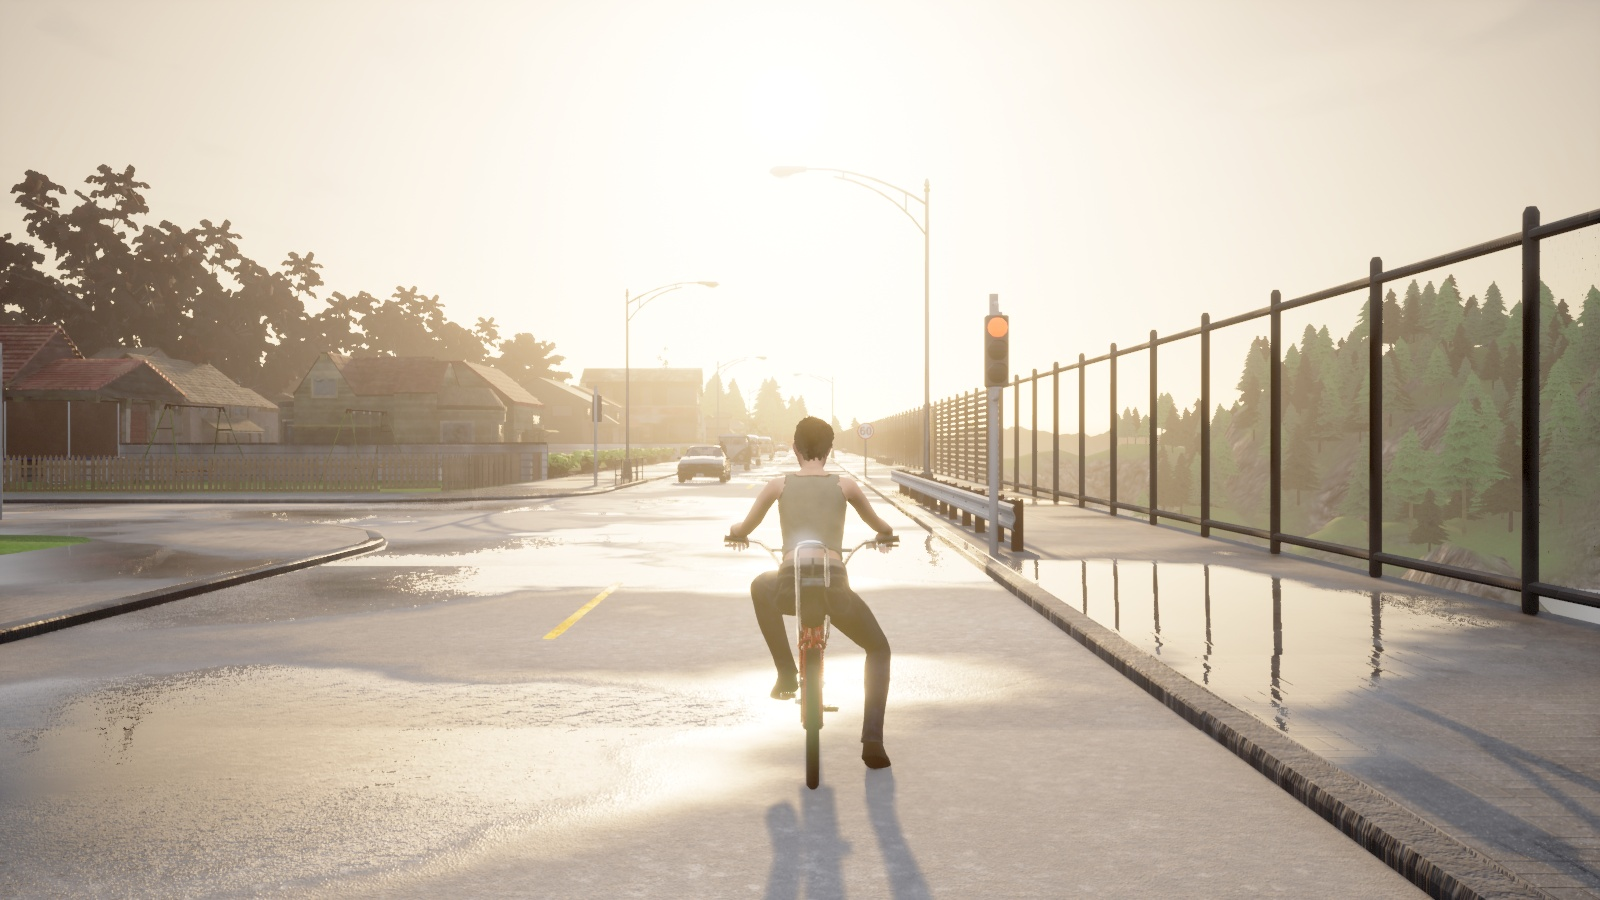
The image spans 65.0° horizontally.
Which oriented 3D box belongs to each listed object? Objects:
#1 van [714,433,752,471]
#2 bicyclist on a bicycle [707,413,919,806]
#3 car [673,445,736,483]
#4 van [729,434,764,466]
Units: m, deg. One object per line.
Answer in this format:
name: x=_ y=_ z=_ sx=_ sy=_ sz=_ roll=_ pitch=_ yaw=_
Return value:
van: x=-3.579 y=0.114 z=67.710 sx=1.775 sy=1.987 sz=4.442 roll=0 pitch=0 yaw=0
bicyclist on a bicycle: x=0.056 y=0.650 z=5.898 sx=0.866 sy=1.612 sz=1.509 roll=0 pitch=0 yaw=0
car: x=-3.690 y=0.513 z=49.200 sx=2.033 sy=1.411 sz=5.357 roll=0 pitch=0 yaw=0
van: x=-3.497 y=0.003 z=82.170 sx=2.069 sy=2.038 sz=4.480 roll=0 pitch=0 yaw=0
